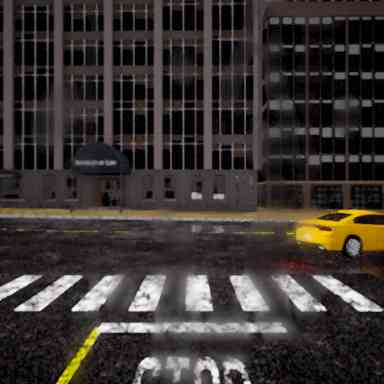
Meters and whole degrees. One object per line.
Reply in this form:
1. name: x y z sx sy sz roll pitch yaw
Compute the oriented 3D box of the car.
1. car: 6.255 1.420 12.125 5.008 1.535 1.882 2 -1 -20
